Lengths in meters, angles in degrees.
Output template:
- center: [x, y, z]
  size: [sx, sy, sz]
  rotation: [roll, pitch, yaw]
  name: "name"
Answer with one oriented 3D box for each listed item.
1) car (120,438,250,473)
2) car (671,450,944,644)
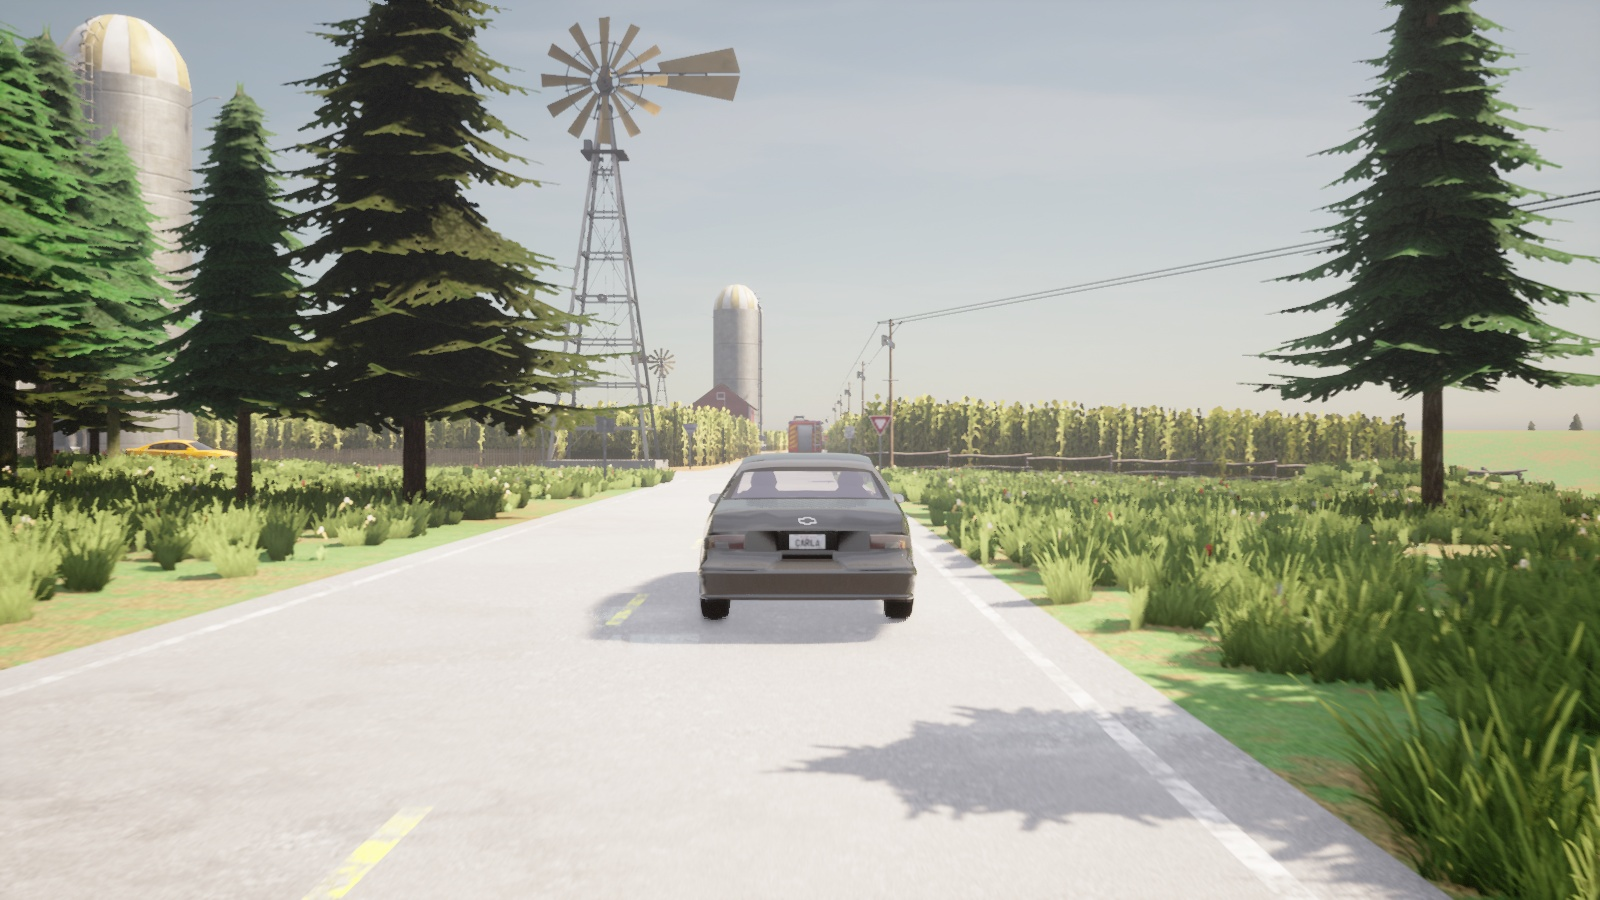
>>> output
- center: [-27.869, 0.241, 57.006]
  size: [5.008, 1.535, 1.882]
  rotation: [0, 0, 1]
  name: "car"
- center: [0.064, 0.726, 12.027]
  size: [2.033, 1.411, 5.357]
  rotation: [0, 0, 0]
  name: "car"
